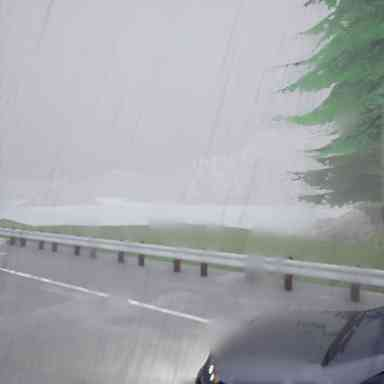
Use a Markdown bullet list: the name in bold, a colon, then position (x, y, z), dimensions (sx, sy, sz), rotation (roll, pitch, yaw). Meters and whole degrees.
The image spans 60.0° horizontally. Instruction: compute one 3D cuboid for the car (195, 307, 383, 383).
- **car**: position (2.030, 1.554, 2.379), dimensions (4.181, 1.385, 1.994), rotation (-1, 0, 37)
